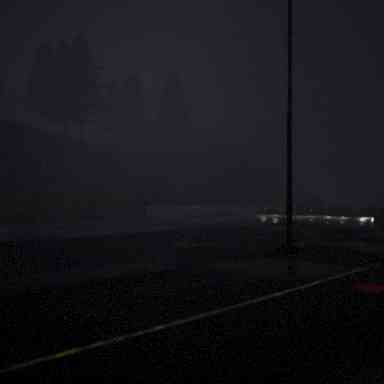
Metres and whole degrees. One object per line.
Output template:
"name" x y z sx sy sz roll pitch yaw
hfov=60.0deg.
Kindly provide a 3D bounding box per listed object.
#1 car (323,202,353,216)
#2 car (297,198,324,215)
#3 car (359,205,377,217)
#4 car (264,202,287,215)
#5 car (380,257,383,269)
"car" 18.284 2.114 40.939 1.882 1.535 5.008 0 -1 40
"car" 15.541 1.868 43.097 2.150 2.045 5.566 0 -1 40
"car" 20.907 2.188 38.648 1.994 1.385 4.181 0 -1 40
"car" 11.210 2.102 43.428 1.882 1.535 5.008 0 -1 40
"car" 7.581 1.724 10.059 5.357 1.411 2.033 1 -1 -40
